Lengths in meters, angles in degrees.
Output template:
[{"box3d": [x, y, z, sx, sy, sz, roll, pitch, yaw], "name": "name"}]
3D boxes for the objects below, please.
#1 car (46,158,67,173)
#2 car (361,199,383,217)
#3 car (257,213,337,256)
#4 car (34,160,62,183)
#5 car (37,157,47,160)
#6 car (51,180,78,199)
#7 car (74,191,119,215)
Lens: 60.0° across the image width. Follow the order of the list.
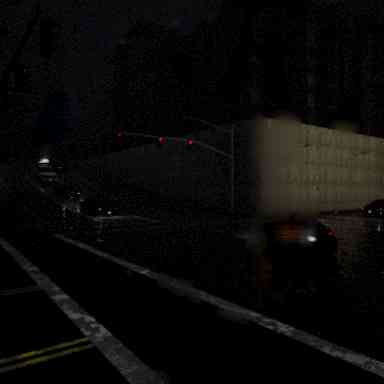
[{"box3d": [-21.811, -4.115, 54.234, 2.128, 1.511, 4.902, 0, 13, -36], "name": "car"}, {"box3d": [16.555, 1.362, 28.699, 4.892, 1.490, 1.837, 0, 0, -35], "name": "car"}, {"box3d": [3.900, 1.513, 12.913, 1.994, 1.385, 4.181, 0, 0, -1], "name": "car"}, {"box3d": [-19.827, -2.527, 45.164, 2.150, 2.045, 5.566, 0, 13, -35], "name": "car"}, {"box3d": [-28.316, -5.947, 63.105, 1.812, 1.442, 4.674, 0, 6, -36], "name": "car"}, {"box3d": [-13.954, -0.127, 37.005, 1.895, 1.301, 4.718, 0, 10, -36], "name": "car"}, {"box3d": [-8.183, 1.055, 28.975, 2.033, 1.411, 5.357, 0, 5, -36], "name": "car"}]
